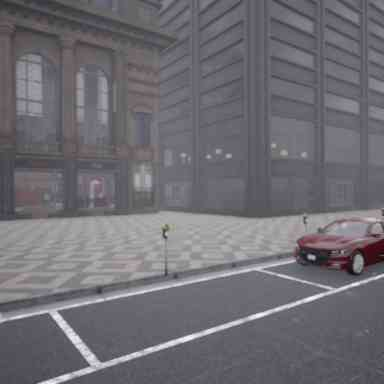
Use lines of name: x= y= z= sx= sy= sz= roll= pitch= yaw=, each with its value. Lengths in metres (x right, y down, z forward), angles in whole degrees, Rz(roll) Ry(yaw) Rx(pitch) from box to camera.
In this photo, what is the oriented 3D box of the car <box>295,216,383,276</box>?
car: x=4.994 y=1.459 z=10.092 sx=4.507 sy=1.381 sz=1.887 roll=-1 pitch=0 yaw=-35
